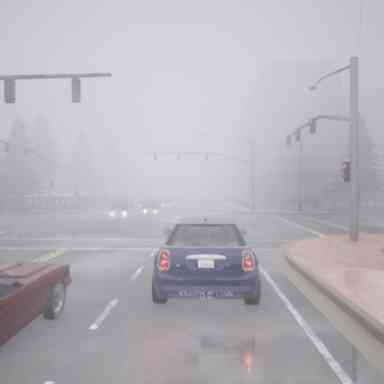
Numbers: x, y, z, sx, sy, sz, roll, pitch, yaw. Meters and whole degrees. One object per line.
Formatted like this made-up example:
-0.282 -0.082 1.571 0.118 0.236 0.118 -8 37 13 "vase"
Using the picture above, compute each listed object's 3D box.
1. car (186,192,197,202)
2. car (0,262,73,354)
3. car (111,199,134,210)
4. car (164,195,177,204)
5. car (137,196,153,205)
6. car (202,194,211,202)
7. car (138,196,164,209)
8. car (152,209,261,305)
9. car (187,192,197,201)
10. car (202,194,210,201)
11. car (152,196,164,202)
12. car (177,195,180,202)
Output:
-0.322 1.384 72.912 1.812 1.442 4.674 0 0 2 "car"
-3.297 1.593 4.379 1.895 1.301 4.718 0 0 2 "car"
-8.664 1.524 41.519 1.895 1.301 4.718 0 0 2 "car"
-4.383 1.453 60.003 1.994 1.385 4.181 0 0 3 "car"
-8.022 1.420 57.124 1.812 1.442 4.674 0 0 3 "car"
3.215 1.411 73.770 1.994 1.385 4.181 0 0 2 "car"
-5.120 1.485 42.495 1.994 1.385 4.181 0 0 2 "car"
0.322 1.336 8.246 2.097 1.767 4.553 0 0 2 "car"
0.064 1.069 82.642 2.150 2.045 5.566 0 0 2 "car"
3.560 1.321 82.473 1.882 1.535 5.008 0 0 2 "car"
-7.358 1.461 72.140 1.895 1.301 4.718 0 0 2 "car"
-3.808 1.386 73.326 2.128 1.511 4.902 0 0 2 "car"
